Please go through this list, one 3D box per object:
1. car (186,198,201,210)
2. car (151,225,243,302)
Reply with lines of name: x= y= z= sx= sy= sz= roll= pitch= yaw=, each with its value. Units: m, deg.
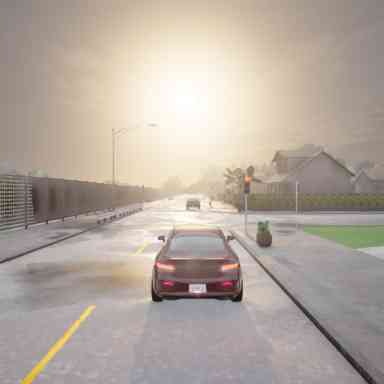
car: x=0.163 y=1.505 z=44.110 sx=1.837 sy=1.490 sz=4.892 roll=0 pitch=0 yaw=0
car: x=0.104 y=1.526 z=8.132 sx=1.812 sy=1.442 sz=4.674 roll=0 pitch=0 yaw=0
